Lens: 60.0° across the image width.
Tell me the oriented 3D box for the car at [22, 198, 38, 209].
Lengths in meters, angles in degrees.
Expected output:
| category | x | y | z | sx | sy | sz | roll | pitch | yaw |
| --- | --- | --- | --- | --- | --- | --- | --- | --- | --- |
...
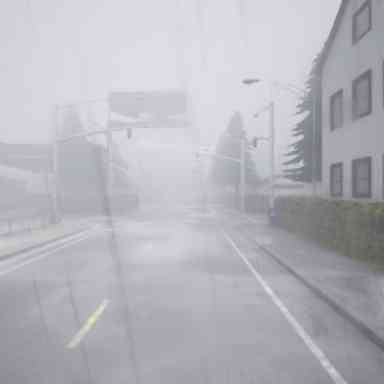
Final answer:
| category | x | y | z | sx | sy | sz | roll | pitch | yaw |
| --- | --- | --- | --- | --- | --- | --- | --- | --- | --- |
| car | -22.155 | 1.632 | 48.440 | 4.611 | 1.667 | 2.242 | 0 | 0 | 0 |
